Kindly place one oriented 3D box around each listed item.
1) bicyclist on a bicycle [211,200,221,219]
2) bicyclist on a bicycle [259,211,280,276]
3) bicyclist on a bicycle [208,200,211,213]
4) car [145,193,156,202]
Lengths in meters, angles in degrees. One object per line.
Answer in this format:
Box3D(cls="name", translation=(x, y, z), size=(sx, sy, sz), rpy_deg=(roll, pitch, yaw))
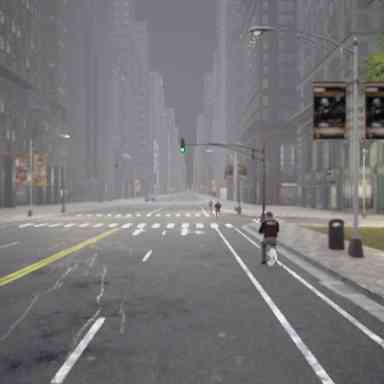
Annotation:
Box3D(cls="bicyclist on a bicycle", translation=(2.258, 1.599, 29.137), size=(0.659, 1.776, 1.843), rpy_deg=(1, 0, 0))
Box3D(cls="bicyclist on a bicycle", translation=(2.237, 1.439, 9.786), size=(0.659, 1.776, 1.843), rpy_deg=(0, 0, 0))
Box3D(cls="bicyclist on a bicycle", translation=(2.228, 1.736, 39.471), size=(0.582, 1.620, 1.656), rpy_deg=(0, -1, 0))
Box3D(cls="car", translation=(-9.798, 1.366, 78.577), size=(2.150, 2.045, 5.566), rpy_deg=(0, 0, 0))
